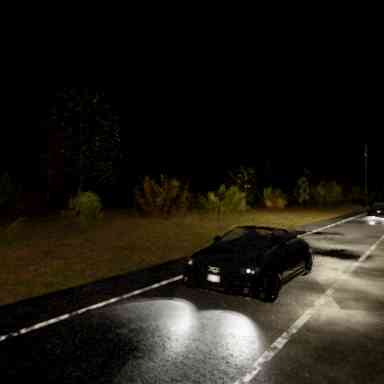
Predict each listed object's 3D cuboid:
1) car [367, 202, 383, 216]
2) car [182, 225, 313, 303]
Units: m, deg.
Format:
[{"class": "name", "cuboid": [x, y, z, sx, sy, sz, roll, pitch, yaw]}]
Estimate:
[{"class": "car", "cuboid": [18.148, 1.634, 31.881, 1.994, 1.385, 4.181, 0, 0, 35]}, {"class": "car", "cuboid": [1.584, 1.567, 8.377, 1.994, 1.385, 4.181, 0, 0, 35]}]
